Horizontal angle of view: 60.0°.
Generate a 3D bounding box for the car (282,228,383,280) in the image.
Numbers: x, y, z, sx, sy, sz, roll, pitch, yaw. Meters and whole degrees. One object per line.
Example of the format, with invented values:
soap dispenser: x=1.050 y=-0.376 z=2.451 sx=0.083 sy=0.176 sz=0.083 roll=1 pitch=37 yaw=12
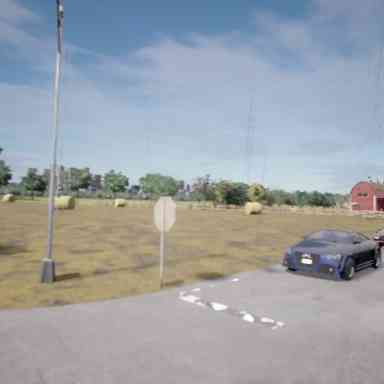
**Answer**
car: x=4.873 y=1.966 z=11.381 sx=4.181 sy=1.385 sz=1.994 roll=3 pitch=-2 yaw=-44
